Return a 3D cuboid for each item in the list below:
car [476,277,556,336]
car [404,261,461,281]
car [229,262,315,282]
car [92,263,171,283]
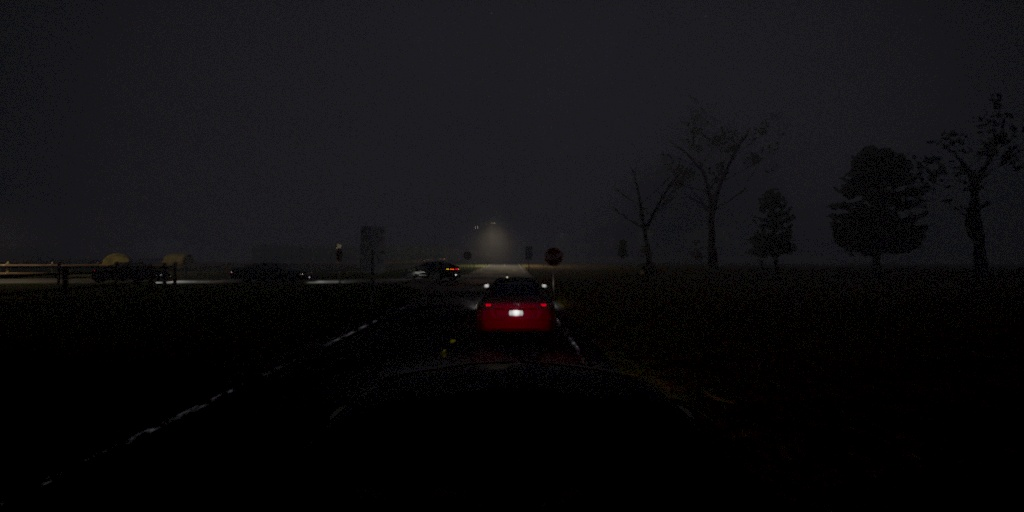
[{"bbox_3d":[0.101,1.283,10.346,1.994,1.385,4.181,0,0,0],"label":"car"},{"bbox_3d":[-6.219,1.155,27.774,4.892,1.490,1.837,0,-3,32],"label":"car"},{"bbox_3d":[-17.476,1.171,26.189,5.357,1.411,2.033,0,-1,-1],"label":"car"},{"bbox_3d":[-27.366,1.177,25.905,4.181,1.385,1.994,0,-1,-2],"label":"car"}]
